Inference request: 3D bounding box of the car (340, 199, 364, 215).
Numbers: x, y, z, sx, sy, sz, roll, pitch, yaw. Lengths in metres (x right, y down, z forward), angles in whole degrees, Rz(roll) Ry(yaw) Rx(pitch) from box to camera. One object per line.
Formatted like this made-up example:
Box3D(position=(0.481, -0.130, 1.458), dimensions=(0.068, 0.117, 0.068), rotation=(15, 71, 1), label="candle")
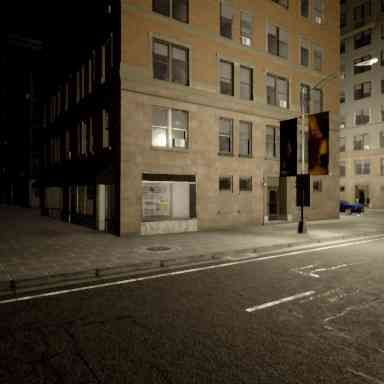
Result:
Box3D(position=(14.958, 1.462, 34.056), dimensions=(1.882, 1.535, 5.008), rotation=(0, 0, -35), label="car")
